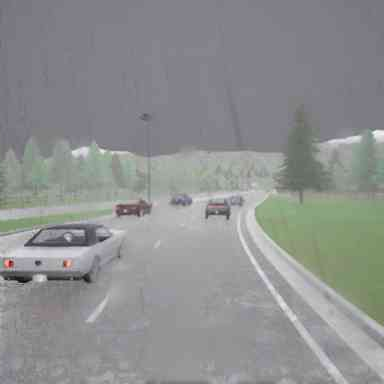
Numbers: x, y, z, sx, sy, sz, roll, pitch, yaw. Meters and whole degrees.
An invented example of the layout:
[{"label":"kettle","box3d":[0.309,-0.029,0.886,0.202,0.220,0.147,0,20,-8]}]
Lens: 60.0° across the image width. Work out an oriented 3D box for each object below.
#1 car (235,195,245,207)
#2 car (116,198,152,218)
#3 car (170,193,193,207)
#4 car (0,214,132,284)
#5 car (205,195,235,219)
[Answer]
[{"label":"car","box3d":[5.772,1.144,43.495,2.033,1.411,5.357,0,0,15]},{"label":"car","box3d":[-4.751,1.273,27.889,1.882,1.535,5.008,0,0,8]},{"label":"car","box3d":[-1.375,0.994,43.652,2.097,1.767,4.553,0,1,14]},{"label":"car","box3d":[-3.185,1.541,9.378,1.895,1.301,4.718,0,0,2]},{"label":"car","box3d":[2.140,1.253,26.587,2.128,1.511,4.902,0,0,8]}]
